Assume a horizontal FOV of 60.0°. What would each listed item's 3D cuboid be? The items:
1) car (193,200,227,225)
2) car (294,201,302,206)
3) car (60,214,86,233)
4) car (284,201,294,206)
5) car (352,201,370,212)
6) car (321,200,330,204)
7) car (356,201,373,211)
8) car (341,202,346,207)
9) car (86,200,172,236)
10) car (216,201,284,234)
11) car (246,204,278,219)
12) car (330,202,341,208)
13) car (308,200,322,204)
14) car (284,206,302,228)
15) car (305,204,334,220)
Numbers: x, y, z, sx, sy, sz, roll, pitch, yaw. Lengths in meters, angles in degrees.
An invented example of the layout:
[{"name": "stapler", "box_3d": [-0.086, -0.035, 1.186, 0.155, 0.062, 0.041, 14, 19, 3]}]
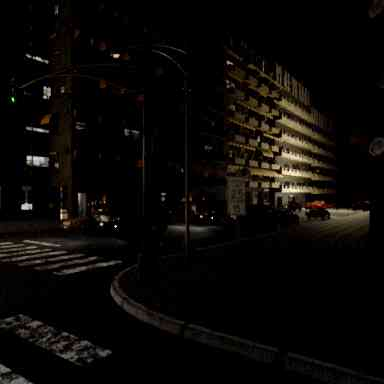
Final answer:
[{"name": "car", "box_3d": [2.327, 1.728, 29.720, 2.150, 2.045, 5.566, 0, -1, 34]}, {"name": "car", "box_3d": [16.538, 2.340, 54.636, 2.192, 1.841, 5.009, -1, -2, 35]}, {"name": "car", "box_3d": [-6.247, 1.834, 21.980, 1.752, 1.417, 4.829, -1, -2, 35]}, {"name": "car", "box_3d": [13.200, 2.446, 49.846, 1.752, 1.417, 4.829, -1, -2, 35]}, {"name": "car", "box_3d": [29.900, 2.522, 59.197, 2.192, 1.841, 5.009, -1, -2, 35]}, {"name": "car", "box_3d": [26.262, 2.640, 68.569, 2.192, 1.841, 5.009, -1, -2, 35]}, {"name": "car", "box_3d": [33.141, 2.621, 63.842, 2.192, 1.841, 5.009, -1, -2, 35]}, {"name": "car", "box_3d": [39.230, 3.281, 87.142, 1.947, 1.339, 4.313, -1, -2, 35]}, {"name": "car", "box_3d": [-3.582, 1.540, 21.252, 2.150, 2.045, 5.566, 0, -1, 35]}, {"name": "car", "box_3d": [3.971, 1.711, 22.043, 2.192, 1.841, 5.009, -1, -2, 35]}, {"name": "car", "box_3d": [8.054, 2.191, 37.902, 1.837, 1.490, 4.892, 0, -1, 35]}, {"name": "car", "box_3d": [32.746, 3.066, 77.852, 1.887, 1.381, 4.507, -1, -2, 35]}, {"name": "car", "box_3d": [23.022, 2.770, 63.919, 1.887, 1.381, 4.507, -1, -2, 35]}, {"name": "car", "box_3d": [7.213, 2.043, 26.681, 1.887, 1.381, 4.507, -1, -2, 35]}, {"name": "car", "box_3d": [13.696, 2.284, 35.969, 1.802, 1.307, 4.206, -1, -2, 35]}]
